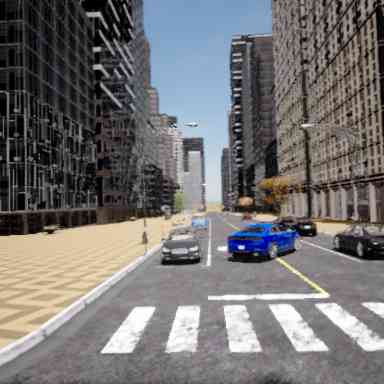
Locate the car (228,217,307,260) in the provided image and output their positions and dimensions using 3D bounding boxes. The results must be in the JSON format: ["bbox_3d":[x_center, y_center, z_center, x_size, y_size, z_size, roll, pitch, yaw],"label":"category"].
[{"bbox_3d":[3.588,2.254,16.026,1.882,1.535,5.008,-7,-5,37],"label":"car"}]

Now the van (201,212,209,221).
[{"bbox_3d":[2.801,5.232,71.873,1.690,1.788,3.998,-3,-3,3],"label":"van"}]

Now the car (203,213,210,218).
[{"bbox_3d":[4.088,6.667,94.293,2.008,1.369,4.403,-3,-3,3],"label":"car"}]

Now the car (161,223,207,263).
[{"bbox_3d":[-0.377,2.428,15.781,2.008,1.369,4.403,-3,-3,3],"label":"car"}]

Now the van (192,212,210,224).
[{"bbox_3d":[0.888,3.413,38.227,1.690,1.788,3.998,-3,-3,3],"label":"van"}]

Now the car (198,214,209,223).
[{"bbox_3d":[2.162,4.796,60.479,1.752,1.417,4.829,-3,-3,3],"label":"car"}]

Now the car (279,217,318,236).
[{"bbox_3d":[8.624,2.743,26.538,1.947,1.339,4.313,-3,-3,3],"label":"car"}]

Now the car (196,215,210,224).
[{"bbox_3d":[1.855,4.527,55.039,2.008,1.369,4.403,-3,-3,3],"label":"car"}]

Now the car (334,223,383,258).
[{"bbox_3d":[7.985,2.133,15.322,2.008,1.369,4.403,-3,-3,3],"label":"car"}]

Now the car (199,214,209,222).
[{"bbox_3d":[2.492,5.130,66.255,1.887,1.381,4.507,-3,-3,3],"label":"car"}]

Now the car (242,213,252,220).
[{"bbox_3d":[10.856,4.872,65.794,1.802,1.307,4.206,-3,-3,3],"label":"car"}]
